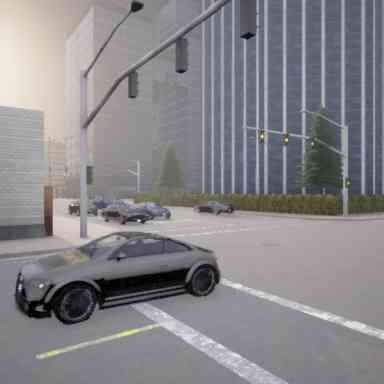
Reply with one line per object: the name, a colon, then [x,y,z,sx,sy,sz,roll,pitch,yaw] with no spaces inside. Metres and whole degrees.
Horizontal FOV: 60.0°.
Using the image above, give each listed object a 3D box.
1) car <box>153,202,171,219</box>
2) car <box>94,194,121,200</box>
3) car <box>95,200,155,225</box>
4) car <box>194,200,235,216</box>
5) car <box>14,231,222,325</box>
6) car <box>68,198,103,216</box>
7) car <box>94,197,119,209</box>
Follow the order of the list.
car: [-3.644,1.581,29.099,1.812,1.442,4.674,0,0,-36]
car: [-9.309,1.277,36.969,2.150,2.045,5.566,0,0,-36]
car: [-5.237,1.603,25.285,2.033,1.411,5.357,0,0,-36]
car: [2.168,1.547,33.314,2.128,1.511,4.902,0,0,-36]
car: [-1.429,1.565,7.106,4.181,1.385,1.994,0,0,-32]
car: [-10.910,1.560,33.192,1.837,1.490,4.892,0,0,-36]
car: [-12.202,1.560,47.301,1.837,1.490,4.892,0,0,-36]
